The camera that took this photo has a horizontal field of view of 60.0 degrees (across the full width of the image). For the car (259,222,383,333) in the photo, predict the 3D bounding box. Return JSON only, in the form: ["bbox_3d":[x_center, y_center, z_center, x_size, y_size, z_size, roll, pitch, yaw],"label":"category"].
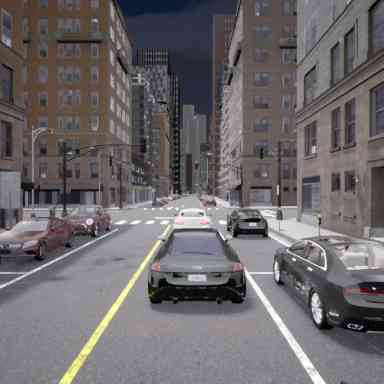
[{"bbox_3d":[2.860,1.550,6.719,2.008,1.369,4.403,0,0,0],"label":"car"}]

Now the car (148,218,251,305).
[{"bbox_3d":[0.088,1.564,8.184,1.994,1.385,4.181,0,0,0],"label":"car"}]

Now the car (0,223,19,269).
[{"bbox_3d":[-5.665,1.566,6.725,1.947,1.339,4.313,0,0,0],"label":"car"}]

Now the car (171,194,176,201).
[{"bbox_3d":[-5.525,1.626,81.703,1.752,1.417,4.829,0,0,0],"label":"car"}]

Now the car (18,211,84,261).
[{"bbox_3d":[-5.661,1.582,12.227,1.802,1.307,4.206,0,0,0],"label":"car"}]

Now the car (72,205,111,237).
[{"bbox_3d":[-5.657,1.441,17.728,1.967,1.590,4.097,0,0,0],"label":"car"}]

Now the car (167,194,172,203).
[{"bbox_3d":[-5.566,1.607,65.648,2.008,1.369,4.403,0,0,0],"label":"car"}]

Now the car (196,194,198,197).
[{"bbox_3d":[3.026,1.457,92.675,2.192,1.841,5.009,0,0,0],"label":"car"}]

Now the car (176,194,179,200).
[{"bbox_3d":[-5.498,1.457,92.691,2.192,1.841,5.009,0,0,0],"label":"car"}]

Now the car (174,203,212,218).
[{"bbox_3d":[0.047,1.526,16.943,1.812,1.442,4.674,0,0,1],"label":"car"}]

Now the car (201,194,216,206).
[{"bbox_3d":[2.930,1.476,54.812,1.967,1.590,4.097,0,0,0],"label":"car"}]

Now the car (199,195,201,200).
[{"bbox_3d":[2.959,1.607,65.629,2.008,1.369,4.403,0,0,0],"label":"car"}]

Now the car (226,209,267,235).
[{"bbox_3d":[2.869,1.566,17.721,1.947,1.339,4.313,0,0,0],"label":"car"}]

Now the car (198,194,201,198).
[{"bbox_3d":[2.986,1.524,76.447,1.967,1.590,4.097,0,0,0],"label":"car"}]

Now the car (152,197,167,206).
[{"bbox_3d":[-5.594,1.618,54.831,1.802,1.307,4.206,0,0,0],"label":"car"}]
